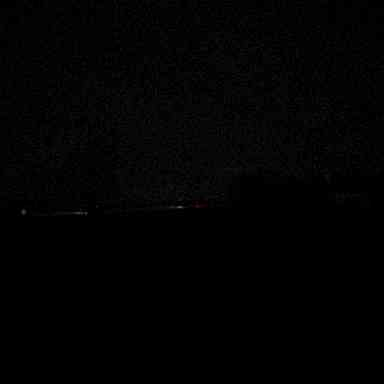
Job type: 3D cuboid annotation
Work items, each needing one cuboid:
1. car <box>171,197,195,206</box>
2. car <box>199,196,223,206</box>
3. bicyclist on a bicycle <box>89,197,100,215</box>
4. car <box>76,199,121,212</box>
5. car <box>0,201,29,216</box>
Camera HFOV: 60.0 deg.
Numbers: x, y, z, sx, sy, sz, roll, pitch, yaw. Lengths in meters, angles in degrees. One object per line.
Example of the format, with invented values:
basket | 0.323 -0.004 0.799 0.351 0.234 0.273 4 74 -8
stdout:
car | -1.324 1.460 51.574 1.812 1.442 4.674 -1 -1 36
car | 3.016 1.376 52.736 1.882 1.535 5.008 -1 -1 36
bicyclist on a bicycle | -8.954 1.324 30.512 1.656 1.620 0.582 0 0 35
car | -10.664 1.481 38.450 2.033 1.411 5.357 -1 -1 35
car | -16.904 1.521 29.654 1.994 1.385 4.181 -1 -1 34
